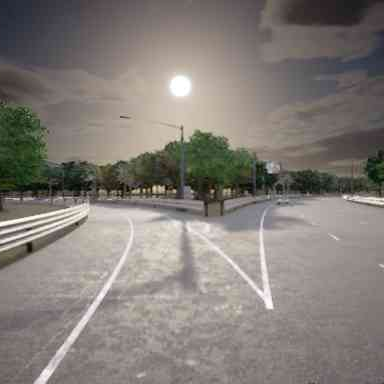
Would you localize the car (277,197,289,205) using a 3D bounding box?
[{"bbox_3d":[16.005,1.529,58.123,1.895,1.301,4.718,0,0,18],"label":"car"}]
